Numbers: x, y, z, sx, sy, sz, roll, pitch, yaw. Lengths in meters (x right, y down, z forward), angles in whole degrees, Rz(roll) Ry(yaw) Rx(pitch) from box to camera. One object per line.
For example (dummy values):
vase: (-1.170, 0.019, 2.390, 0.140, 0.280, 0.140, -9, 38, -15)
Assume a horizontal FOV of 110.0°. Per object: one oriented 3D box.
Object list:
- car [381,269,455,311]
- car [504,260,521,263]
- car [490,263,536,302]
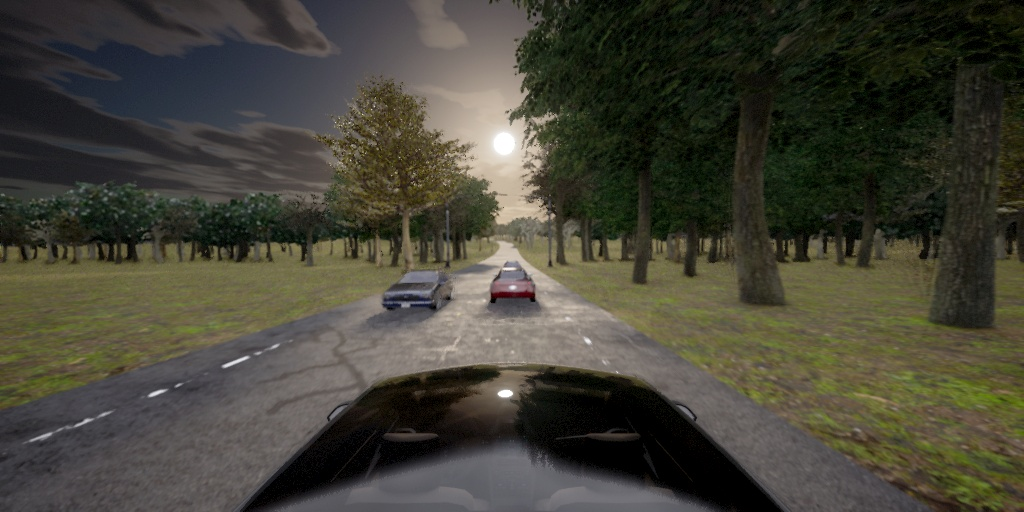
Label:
car: (-3.540, 1.259, 14.571, 2.033, 1.411, 5.357, -1, 0, 0)
car: (0.022, 1.114, 40.079, 1.994, 1.385, 4.181, -1, 0, 0)
car: (0.039, 1.228, 16.511, 1.994, 1.385, 4.181, -1, 0, 0)
